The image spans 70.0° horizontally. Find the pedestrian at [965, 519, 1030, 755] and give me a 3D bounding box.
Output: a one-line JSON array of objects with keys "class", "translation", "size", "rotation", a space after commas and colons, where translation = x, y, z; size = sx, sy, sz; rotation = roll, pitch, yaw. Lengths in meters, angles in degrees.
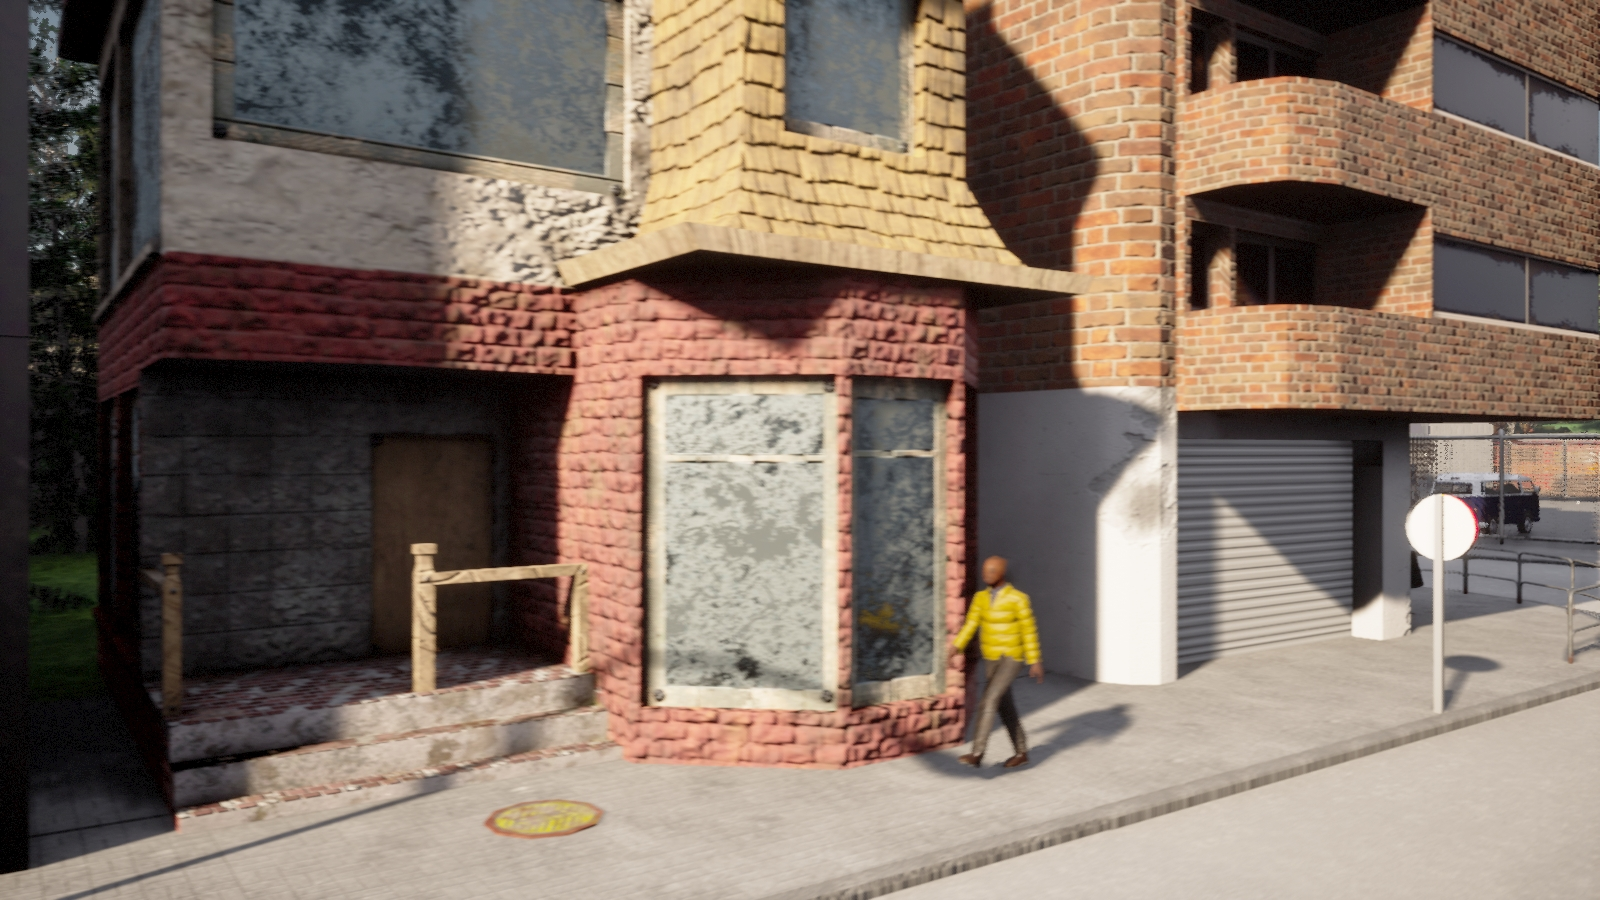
[{"class": "pedestrian", "translation": [1.636, 1.520, 9.451], "size": [0.375, 1.860, 0.375], "rotation": [0, 0, -37]}]
